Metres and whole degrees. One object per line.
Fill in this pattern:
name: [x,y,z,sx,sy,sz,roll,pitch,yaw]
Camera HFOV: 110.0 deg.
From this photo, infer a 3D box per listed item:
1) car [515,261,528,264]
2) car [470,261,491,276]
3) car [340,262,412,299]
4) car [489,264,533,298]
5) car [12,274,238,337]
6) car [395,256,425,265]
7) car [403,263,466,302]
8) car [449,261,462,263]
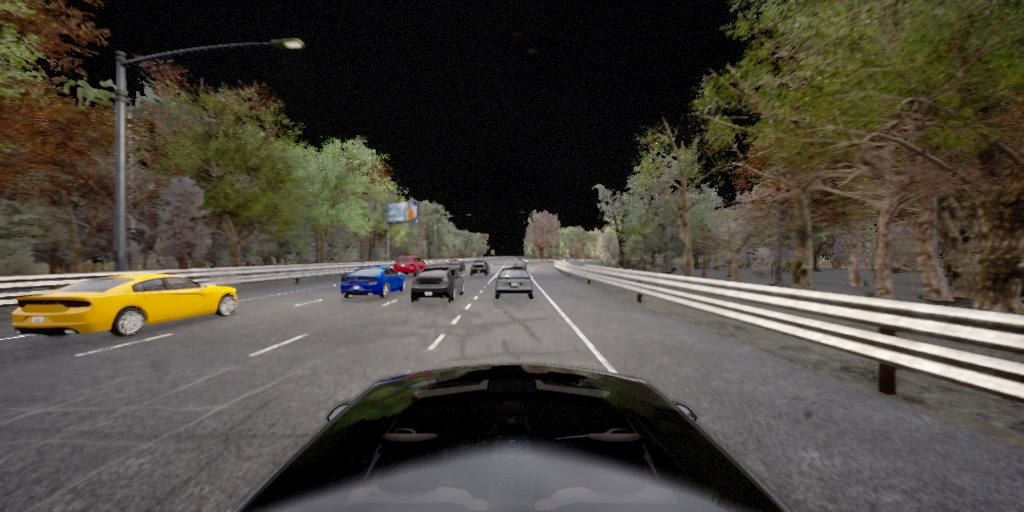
car: [1.349,1.381,53.773,1.994,1.385,4.181,0,0,5]
car: [-3.399,1.304,38.997,1.837,1.490,4.892,0,0,0]
car: [-6.899,1.249,18.382,1.882,1.535,5.008,0,0,0]
car: [0.100,1.319,18.581,2.033,1.411,5.357,0,0,0]
car: [-10.399,1.239,10.336,1.882,1.535,5.008,0,0,0]
car: [-10.400,1.018,36.880,2.150,2.045,5.566,0,0,0]
car: [-3.400,1.276,17.025,1.837,1.490,4.892,0,0,0]
car: [-6.898,1.298,44.664,2.128,1.511,4.902,0,0,0]
